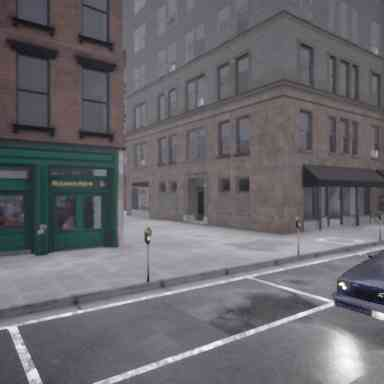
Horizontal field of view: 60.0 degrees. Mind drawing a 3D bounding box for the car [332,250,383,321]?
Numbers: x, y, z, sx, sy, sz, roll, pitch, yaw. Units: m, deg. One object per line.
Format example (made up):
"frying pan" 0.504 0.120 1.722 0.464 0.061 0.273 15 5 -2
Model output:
"car" 5.094 1.529 6.698 5.357 1.411 2.033 0 0 -35
